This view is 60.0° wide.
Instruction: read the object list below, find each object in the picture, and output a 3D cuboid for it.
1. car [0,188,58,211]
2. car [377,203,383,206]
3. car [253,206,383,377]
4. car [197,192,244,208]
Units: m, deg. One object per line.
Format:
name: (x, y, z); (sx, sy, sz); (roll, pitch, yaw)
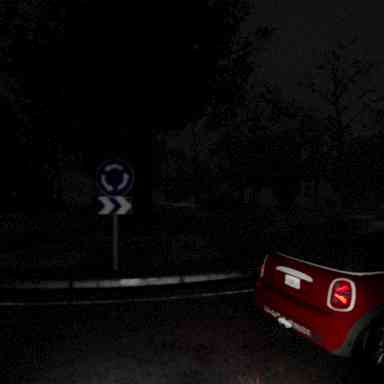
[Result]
car: (-15.383, 0.622, 30.835); (2.150, 2.045, 5.566); (0, 1, 44)
car: (12.475, 1.102, 19.397); (1.882, 1.535, 5.008); (0, 1, 5)
car: (3.347, 1.244, 5.421); (4.553, 1.767, 2.097); (0, 1, -23)
car: (2.893, 0.807, 34.633); (5.008, 1.535, 1.882); (1, 0, 27)
